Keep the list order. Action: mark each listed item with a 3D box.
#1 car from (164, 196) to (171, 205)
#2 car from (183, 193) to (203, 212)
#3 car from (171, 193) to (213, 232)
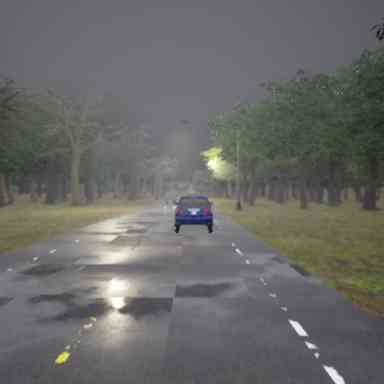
[{"bbox_3d":[-3.496,1.388,55.627,1.837,1.490,4.892,0,0,0],"label":"car"},{"bbox_3d":[0.100,1.173,38.940,2.150,2.045,5.566,0,0,0],"label":"car"},{"bbox_3d":[0.099,1.200,20.299,2.150,2.045,5.566,0,0,0],"label":"car"}]
